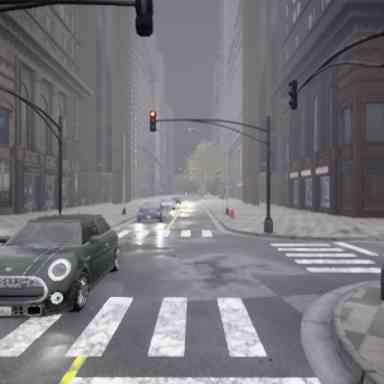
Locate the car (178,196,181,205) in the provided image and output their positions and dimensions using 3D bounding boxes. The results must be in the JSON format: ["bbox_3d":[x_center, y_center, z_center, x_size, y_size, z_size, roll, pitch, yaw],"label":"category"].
[{"bbox_3d":[-2.864,1.505,60.054,2.033,1.411,5.357,0,0,0],"label":"car"}]

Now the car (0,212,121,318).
[{"bbox_3d":[-3.082,1.341,7.653,2.097,1.767,4.553,0,0,0],"label":"car"}]

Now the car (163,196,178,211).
[{"bbox_3d":[-2.996,1.482,40.868,1.812,1.442,4.674,0,0,0],"label":"car"}]

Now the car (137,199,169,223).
[{"bbox_3d":[-3.039,1.492,25.624,1.812,1.442,4.674,0,0,0],"label":"car"}]
